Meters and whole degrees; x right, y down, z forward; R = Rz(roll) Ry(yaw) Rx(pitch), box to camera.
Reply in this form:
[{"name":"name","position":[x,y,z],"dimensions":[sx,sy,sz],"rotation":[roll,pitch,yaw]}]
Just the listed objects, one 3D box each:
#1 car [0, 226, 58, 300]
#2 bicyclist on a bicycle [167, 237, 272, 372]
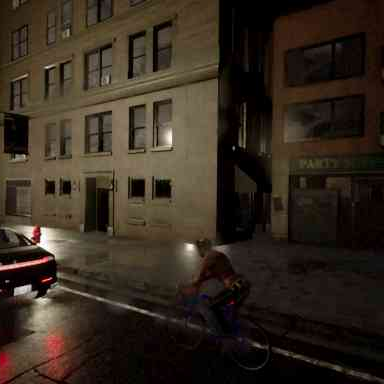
[{"name":"car","position":[-4.896,1.490,7.220],"dimensions":[4.902,1.511,2.128],"rotation":[0,0,36]},{"name":"bicyclist on a bicycle","position":[0.290,1.452,4.471],"dimensions":[1.656,1.620,0.582],"rotation":[0,0,36]}]
